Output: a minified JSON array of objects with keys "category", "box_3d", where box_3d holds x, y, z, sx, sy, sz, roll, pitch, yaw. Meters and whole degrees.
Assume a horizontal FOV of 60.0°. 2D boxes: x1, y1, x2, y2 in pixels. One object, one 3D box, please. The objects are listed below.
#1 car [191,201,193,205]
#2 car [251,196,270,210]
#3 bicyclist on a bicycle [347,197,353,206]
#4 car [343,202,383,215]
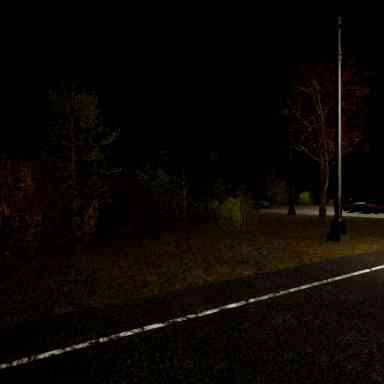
[{"category":"car","box_3d":[0.919,1.989,68.067,2.150,2.045,5.566,-2,0,-31]},{"category":"car","box_3d":[9.905,1.669,52.720,2.150,2.045,5.566,-2,0,-31]},{"category":"bicyclist on a bicycle","box_3d":[22.255,1.579,46.806,1.656,1.620,0.582,0,0,-31]},{"category":"car","box_3d":[19.357,1.823,36.798,1.895,1.301,4.718,-2,0,-31]}]
